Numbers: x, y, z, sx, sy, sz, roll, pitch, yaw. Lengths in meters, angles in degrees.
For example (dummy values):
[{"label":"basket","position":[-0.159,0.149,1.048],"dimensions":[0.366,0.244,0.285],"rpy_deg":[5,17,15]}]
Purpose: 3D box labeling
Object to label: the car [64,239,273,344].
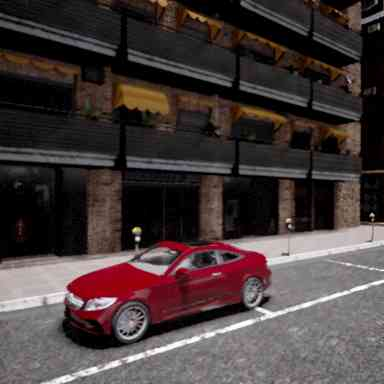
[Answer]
[{"label":"car","position":[-0.222,1.612,6.408],"dimensions":[4.206,1.307,1.802],"rpy_deg":[1,0,-36]}]
